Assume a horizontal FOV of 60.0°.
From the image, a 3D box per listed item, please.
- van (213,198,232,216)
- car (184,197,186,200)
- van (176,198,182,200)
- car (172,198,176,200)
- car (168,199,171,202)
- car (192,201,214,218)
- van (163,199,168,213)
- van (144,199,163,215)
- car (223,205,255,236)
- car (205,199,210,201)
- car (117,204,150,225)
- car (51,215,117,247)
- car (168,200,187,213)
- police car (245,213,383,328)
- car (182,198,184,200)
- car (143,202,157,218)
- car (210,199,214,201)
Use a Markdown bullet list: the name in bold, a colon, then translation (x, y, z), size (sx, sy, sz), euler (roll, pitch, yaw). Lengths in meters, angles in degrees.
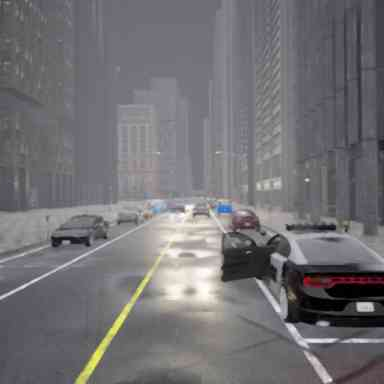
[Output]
- **van**: translation (3.732, 1.813, 38.768), size (1.690, 1.788, 3.998), euler (-1, -1, 1)
- **car**: translation (-3.436, 2.807, 95.352), size (1.947, 1.339, 4.313), euler (-1, -1, 1)
- **van**: translation (-3.844, 2.371, 78.439), size (1.690, 1.788, 3.998), euler (-1, -1, 1)
- **car**: translation (-4.385, 2.062, 55.884), size (2.192, 1.841, 5.009), euler (-1, -1, 1)
- **car**: translation (-4.519, 2.116, 50.243), size (1.967, 1.590, 4.097), euler (-1, -1, 1)
- **car**: translation (0.969, 1.996, 35.487), size (2.033, 1.411, 5.357), euler (0, -1, 1)
- **van**: translation (-4.656, 1.946, 44.606), size (1.690, 1.788, 3.998), euler (-1, -1, 1)
- **van**: translation (-4.791, 1.875, 38.967), size (1.690, 1.788, 3.998), euler (-1, -1, 1)
- **car**: translation (3.328, 1.803, 21.850), size (1.887, 1.381, 4.507), euler (-1, -1, 1)
- **car**: translation (1.145, 2.086, 45.869), size (1.837, 1.490, 4.892), euler (0, -1, 1)
- **car**: translation (-5.059, 1.942, 27.687), size (2.008, 1.369, 4.403), euler (-1, -1, 1)
- **car**: translation (-5.329, 1.815, 16.410), size (1.947, 1.339, 4.313), euler (-1, -1, 1)
- **car**: translation (-1.852, 2.206, 46.189), size (1.895, 1.301, 4.718), euler (0, -1, 1)
- **police car**: translation (2.589, 1.504, 7.439), size (1.930, 1.638, 5.238), euler (0, -1, 1)
- **car**: translation (-3.706, 2.645, 84.075), size (1.887, 1.381, 4.507), euler (-1, -1, 1)
- **car**: translation (-4.928, 1.986, 33.156), size (1.752, 1.417, 4.829), euler (-1, -1, 1)
- **car**: translation (4.140, 2.266, 55.681), size (1.802, 1.307, 4.206), euler (-1, -1, 1)
